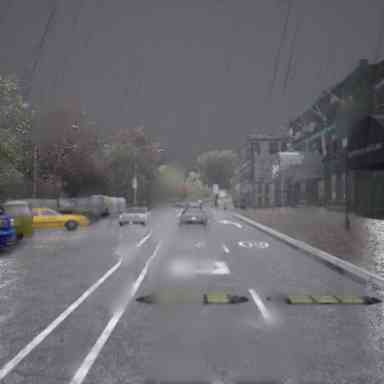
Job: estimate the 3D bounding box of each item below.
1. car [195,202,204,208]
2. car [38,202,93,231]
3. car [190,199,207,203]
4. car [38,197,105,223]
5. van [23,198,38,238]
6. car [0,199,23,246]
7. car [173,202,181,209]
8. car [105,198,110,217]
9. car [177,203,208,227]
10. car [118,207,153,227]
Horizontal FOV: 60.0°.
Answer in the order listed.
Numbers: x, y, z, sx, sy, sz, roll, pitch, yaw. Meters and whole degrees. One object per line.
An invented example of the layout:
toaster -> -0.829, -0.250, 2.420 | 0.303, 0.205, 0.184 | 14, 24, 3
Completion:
car -> 1.998, 3.367, 87.552 | 2.033, 1.411, 5.357 | 0, -2, 3
car -> -9.262, 1.661, 20.928 | 5.366, 1.575, 1.946 | -1, -1, -20
car -> 0.493, 1.927, 42.675 | 2.033, 1.411, 5.357 | 0, -1, 3
car -> -9.401, 1.435, 23.827 | 5.566, 2.045, 2.435 | -1, -1, -20
van -> -9.542, 1.398, 14.887 | 4.442, 1.987, 1.878 | -1, 0, -20
car -> -9.468, 1.348, 11.961 | 5.566, 2.045, 2.435 | -1, 0, -20
car -> -2.893, 2.785, 69.199 | 1.994, 1.385, 4.181 | 0, -2, 2
car -> -9.444, 1.456, 26.755 | 5.566, 2.045, 2.435 | -1, 0, -20
car -> 0.123, 1.772, 24.551 | 1.994, 1.385, 4.181 | 0, 0, 0
car -> -4.178, 1.811, 25.027 | 1.895, 1.301, 4.718 | 0, 0, 1
